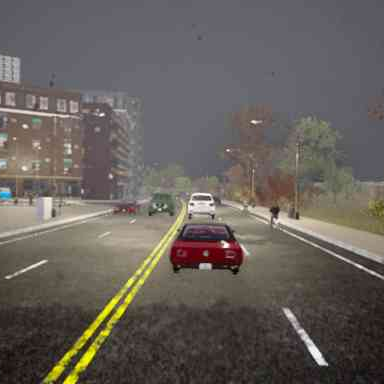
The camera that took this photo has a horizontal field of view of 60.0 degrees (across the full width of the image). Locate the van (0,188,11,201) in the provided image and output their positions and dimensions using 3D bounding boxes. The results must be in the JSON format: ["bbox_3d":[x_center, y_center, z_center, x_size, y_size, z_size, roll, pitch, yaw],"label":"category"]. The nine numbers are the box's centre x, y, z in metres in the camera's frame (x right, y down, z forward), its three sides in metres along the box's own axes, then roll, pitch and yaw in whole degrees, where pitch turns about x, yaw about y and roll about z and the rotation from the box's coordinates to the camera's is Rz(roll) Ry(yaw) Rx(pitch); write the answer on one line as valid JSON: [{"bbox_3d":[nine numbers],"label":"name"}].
[{"bbox_3d":[-27.065,0.309,45.697,3.998,1.788,1.690,2,-1,-30],"label":"van"}]

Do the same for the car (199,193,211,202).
[{"bbox_3d":[2.822,1.178,73.401,2.097,1.767,4.553,1,0,-3],"label":"car"}]

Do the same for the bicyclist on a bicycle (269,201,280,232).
[{"bbox_3d":[4.699,1.399,19.111,0.659,1.776,1.843,1,0,1],"label":"bicyclist on a bicycle"}]

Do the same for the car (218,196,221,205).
[{"bbox_3d":[3.711,1.407,54.808,1.837,1.490,4.892,1,0,-2],"label":"car"}]

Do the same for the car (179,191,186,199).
[{"bbox_3d":[-1.971,1.180,94.425,2.128,1.511,4.902,1,0,-5],"label":"car"}]

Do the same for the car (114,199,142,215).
[{"bbox_3d":[-5.852,1.381,30.696,1.994,1.385,4.181,1,0,1],"label":"car"}]

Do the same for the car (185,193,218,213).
[{"bbox_3d":[0.794,1.155,29.024,2.150,2.045,5.566,1,0,0],"label":"car"}]

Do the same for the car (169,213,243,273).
[{"bbox_3d":[0.425,1.580,10.591,1.895,1.301,4.718,1,0,2],"label":"car"}]

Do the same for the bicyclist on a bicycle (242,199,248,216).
[{"bbox_3d":[4.839,1.450,30.184,0.582,1.620,1.656,1,0,0],"label":"bicyclist on a bicycle"}]

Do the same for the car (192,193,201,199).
[{"bbox_3d":[1.230,1.182,95.110,1.882,1.535,5.008,1,0,-5],"label":"car"}]

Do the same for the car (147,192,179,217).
[{"bbox_3d":[-2.613,1.097,30.045,2.150,2.045,5.566,1,0,1],"label":"car"}]
